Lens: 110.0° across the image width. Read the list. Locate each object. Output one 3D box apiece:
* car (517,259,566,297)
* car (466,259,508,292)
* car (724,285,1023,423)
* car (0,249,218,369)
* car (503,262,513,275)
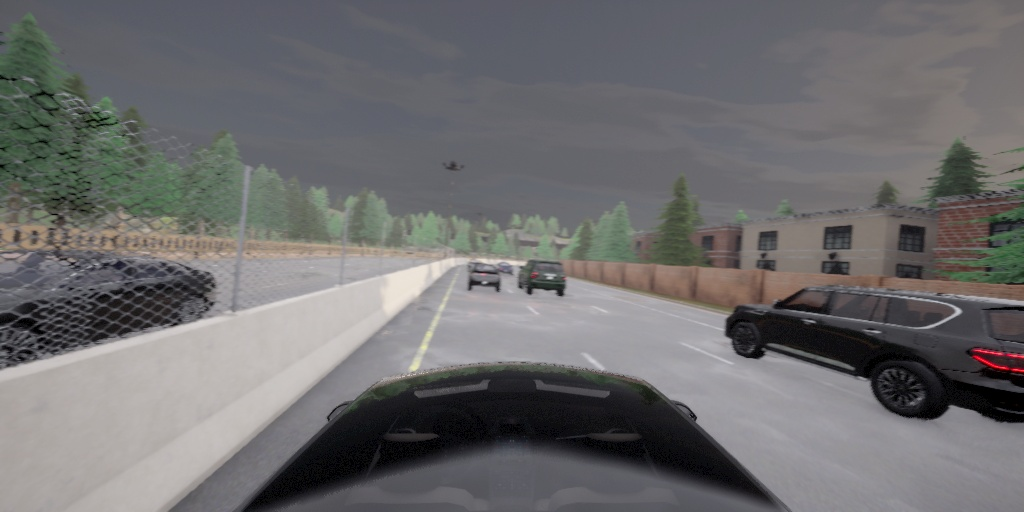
[{"bbox_3d":[1.729,1.263,22.203,2.150,2.045,5.566,5,0,-7],"label":"car"},{"bbox_3d":[-1.758,1.220,21.803,2.128,1.511,4.902,5,0,-7],"label":"car"},{"bbox_3d":[7.144,1.645,7.419,2.150,2.045,5.566,5,0,-7],"label":"car"},{"bbox_3d":[-6.894,0.651,5.509,2.128,1.511,4.902,5,0,-7],"label":"car"},{"bbox_3d":[-1.000,1.468,43.282,1.812,1.442,4.674,5,0,-7],"label":"car"}]
